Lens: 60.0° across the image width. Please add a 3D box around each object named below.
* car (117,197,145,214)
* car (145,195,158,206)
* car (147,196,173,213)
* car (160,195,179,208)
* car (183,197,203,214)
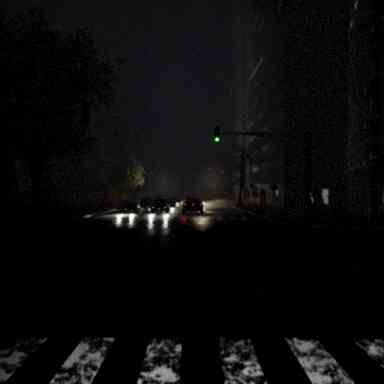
[{"bbox_3d":[-6.588,1.525,35.125,1.994,1.385,4.181,0,0,0],"label":"car"},{"bbox_3d":[-6.571,1.435,48.582,1.882,1.535,5.008,0,0,0],"label":"car"},{"bbox_3d":[-3.337,1.465,35.750,1.837,1.490,4.892,0,0,0],"label":"car"},{"bbox_3d":[-3.328,1.521,47.341,1.994,1.385,4.181,0,0,0],"label":"car"},{"bbox_3d":[0.101,1.313,35.182,2.097,1.767,4.553,0,0,0],"label":"car"}]
